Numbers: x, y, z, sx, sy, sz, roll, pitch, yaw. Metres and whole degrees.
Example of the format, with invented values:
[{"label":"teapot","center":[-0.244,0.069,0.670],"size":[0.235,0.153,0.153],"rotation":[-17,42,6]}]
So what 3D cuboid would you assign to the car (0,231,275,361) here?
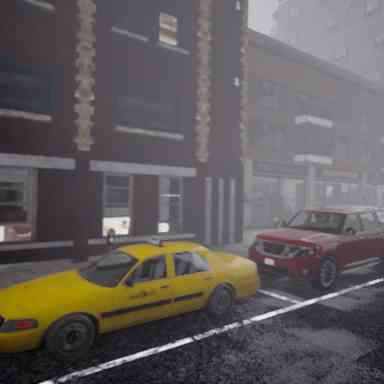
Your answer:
[{"label":"car","center":[-0.884,1.530,5.909],"size":[4.829,1.417,1.752],"rotation":[0,1,-35]}]

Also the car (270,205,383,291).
[{"label":"car","center":[3.886,1.331,9.306],"size":[5.009,1.841,2.192],"rotation":[0,1,-35]}]
